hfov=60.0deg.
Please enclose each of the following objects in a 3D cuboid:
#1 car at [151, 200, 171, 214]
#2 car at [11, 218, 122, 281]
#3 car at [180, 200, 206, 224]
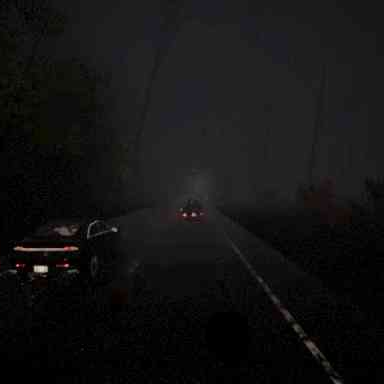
[{"bbox_3d":[-3.400,1.600,36.326,1.837,1.490,4.892,0,0,0],"label":"car"},{"bbox_3d":[-3.400,1.522,9.910,2.128,1.511,4.902,0,0,0],"label":"car"},{"bbox_3d":[0.099,1.617,25.070,2.033,1.411,5.357,0,0,0],"label":"car"}]
